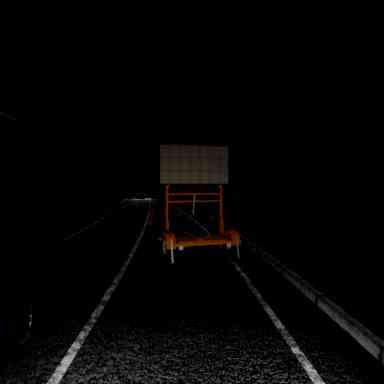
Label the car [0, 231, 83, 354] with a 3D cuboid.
[{"bbox_3d":[-3.328,1.414,5.711,1.994,1.385,4.181,0,2,-3],"label":"car"}]

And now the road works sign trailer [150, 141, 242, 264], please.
[{"bbox_3d":[0.036,0.174,10.845,2.380,3.560,2.880,-1,1,-16],"label":"road works sign trailer"}]

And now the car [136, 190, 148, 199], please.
[{"bbox_3d":[-8.755,0.389,58.599,1.812,1.442,4.674,0,3,-7],"label":"car"}]
